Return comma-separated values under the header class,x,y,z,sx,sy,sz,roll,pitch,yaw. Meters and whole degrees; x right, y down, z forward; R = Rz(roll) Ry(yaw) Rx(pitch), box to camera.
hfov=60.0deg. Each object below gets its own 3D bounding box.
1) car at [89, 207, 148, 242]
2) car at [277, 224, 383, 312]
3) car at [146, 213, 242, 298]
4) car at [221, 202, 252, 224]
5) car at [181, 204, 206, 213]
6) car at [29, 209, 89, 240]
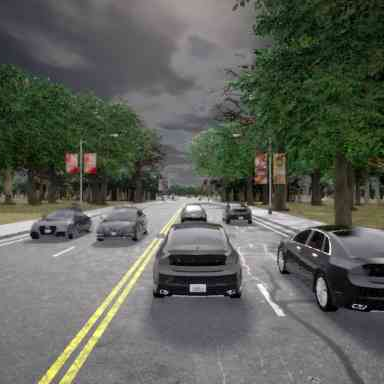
class,x,y,z,sx,sy,sz,roll,pitch,yaw
car,-3.329,1.533,16.544,1.837,1.490,4.892,0,0,0
car,3.360,1.513,7.704,1.837,1.490,4.892,0,0,0
car,0.111,1.515,8.505,1.837,1.490,4.892,0,0,0
car,3.384,1.554,25.440,1.837,1.490,4.892,0,0,0
car,0.133,1.615,25.881,1.994,1.385,4.181,0,0,0
car,-6.580,1.593,17.156,1.994,1.385,4.181,0,0,0
